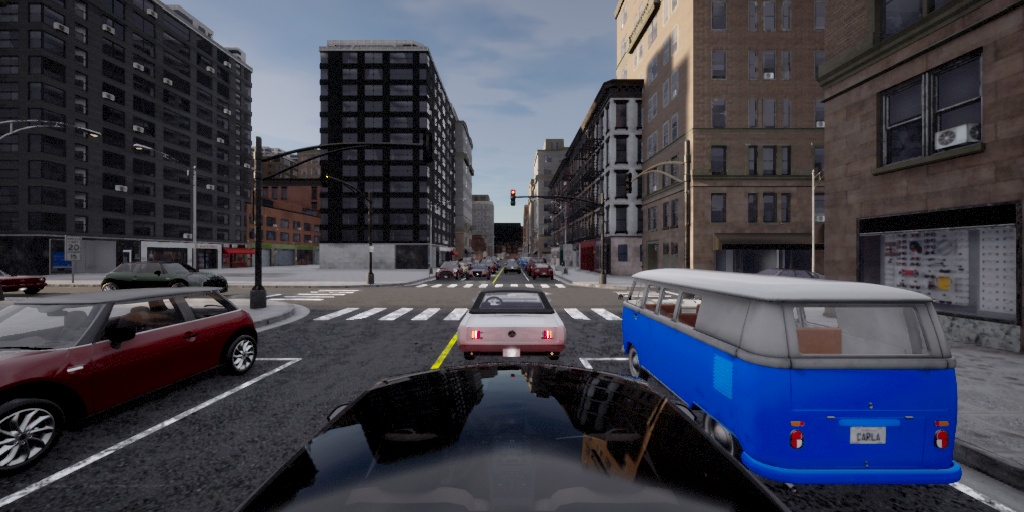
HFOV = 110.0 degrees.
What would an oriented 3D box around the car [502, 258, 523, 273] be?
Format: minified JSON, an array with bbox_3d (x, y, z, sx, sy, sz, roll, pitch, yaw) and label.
[{"bbox_3d":[0.040,1.312,43.473,1.994,1.385,4.181,0,0,0],"label":"car"}]

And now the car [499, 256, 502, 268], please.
[{"bbox_3d":[-2.887,1.099,49.048,2.097,1.767,4.553,0,0,0],"label":"car"}]

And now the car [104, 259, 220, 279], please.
[{"bbox_3d":[-16.004,1.022,16.715,4.553,1.767,2.097,0,0,0],"label":"car"}]

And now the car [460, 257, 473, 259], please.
[{"bbox_3d":[-5.430,1.063,42.196,2.192,1.841,5.009,0,0,0],"label":"car"}]

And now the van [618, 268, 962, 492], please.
[{"bbox_3d":[2.637,1.091,4.506,1.690,1.789,3.998,0,0,0],"label":"van"}]

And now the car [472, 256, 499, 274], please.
[{"bbox_3d":[-2.874,1.100,40.173,2.097,1.767,4.553,0,0,0],"label":"car"}]

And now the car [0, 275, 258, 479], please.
[{"bbox_3d":[-5.388,1.190,4.498,1.967,1.591,4.097,0,0,0],"label":"car"}]

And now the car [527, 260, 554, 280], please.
[{"bbox_3d":[2.607,1.294,31.386,1.888,1.381,4.507,0,0,0],"label":"car"}]

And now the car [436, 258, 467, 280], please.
[{"bbox_3d":[-5.418,1.188,31.377,1.967,1.591,4.097,0,0,0],"label":"car"}]

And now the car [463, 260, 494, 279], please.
[{"bbox_3d":[-2.882,1.313,31.553,1.994,1.385,4.181,0,0,-1],"label":"car"}]

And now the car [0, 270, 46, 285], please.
[{"bbox_3d":[-24.983,1.220,16.701,4.718,1.301,1.895,0,0,0],"label":"car"}]

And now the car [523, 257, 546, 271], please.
[{"bbox_3d":[2.601,1.063,36.796,2.192,1.841,5.009,0,0,0],"label":"car"}]

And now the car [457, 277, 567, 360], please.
[{"bbox_3d":[-0.005,1.351,8.292,1.895,1.301,4.718,0,0,0],"label":"car"}]
